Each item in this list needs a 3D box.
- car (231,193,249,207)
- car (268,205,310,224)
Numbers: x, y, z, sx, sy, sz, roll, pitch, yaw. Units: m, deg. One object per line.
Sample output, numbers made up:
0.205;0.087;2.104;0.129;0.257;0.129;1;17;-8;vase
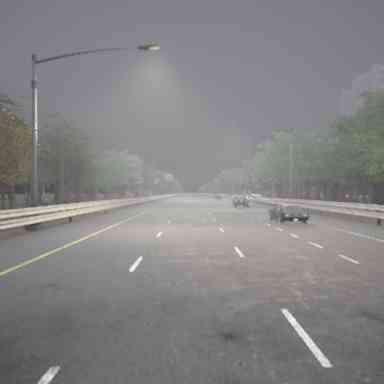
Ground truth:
7.121;1.362;49.878;2.097;1.767;4.553;0;0;0;car
7.032;1.606;24.704;1.895;1.301;4.718;0;0;0;car
